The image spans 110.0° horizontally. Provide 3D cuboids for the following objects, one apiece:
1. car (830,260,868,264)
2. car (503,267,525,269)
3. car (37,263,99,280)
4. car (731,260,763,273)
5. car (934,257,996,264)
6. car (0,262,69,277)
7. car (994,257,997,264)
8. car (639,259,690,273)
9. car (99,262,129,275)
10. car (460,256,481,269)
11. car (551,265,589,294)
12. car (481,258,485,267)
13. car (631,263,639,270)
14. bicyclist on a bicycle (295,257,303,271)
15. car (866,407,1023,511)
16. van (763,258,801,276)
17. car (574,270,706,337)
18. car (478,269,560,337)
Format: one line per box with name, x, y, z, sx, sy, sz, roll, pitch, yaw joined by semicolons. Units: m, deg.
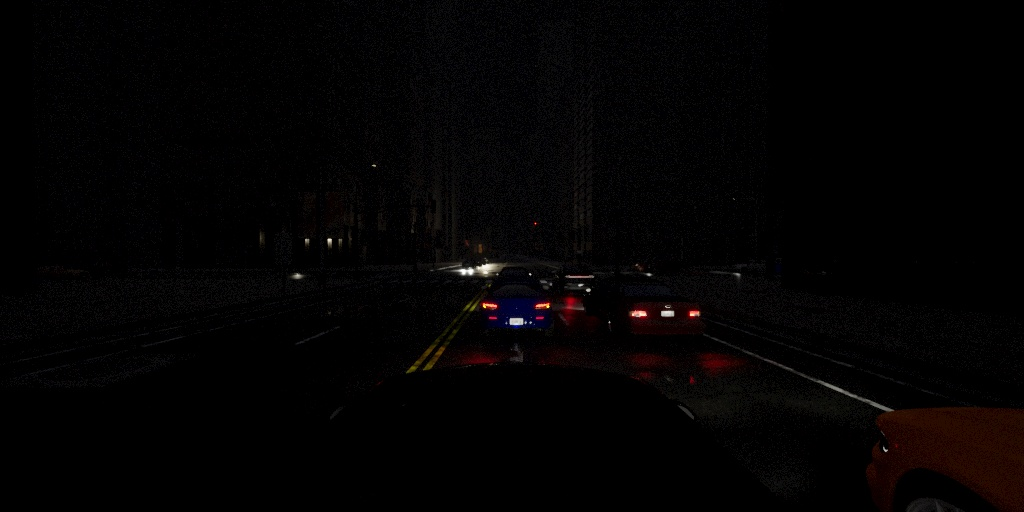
car;32.974;1.321;35.247;4.207;1.307;1.802;0;0;0
car;0.100;1.286;19.744;2.033;1.411;5.357;0;0;0
car;-40.821;1.450;32.238;4.829;1.417;1.751;0;0;0
car;27.668;1.184;41.115;4.674;1.442;1.812;0;1;0
car;43.853;1.169;35.182;4.097;1.591;1.967;0;0;0
car;-50.892;1.423;37.988;5.357;1.411;2.033;0;1;0
car;49.294;1.046;35.149;5.009;1.841;2.192;0;0;0
car;17.729;1.147;41.190;5.008;1.535;1.882;0;1;0
car;-46.411;1.362;40.761;4.507;1.381;1.888;0;0;0
car;-6.535;1.204;55.270;2.128;1.511;4.902;0;0;2
car;3.351;1.230;20.016;2.128;1.511;4.902;0;0;0
car;-6.525;1.060;64.215;2.097;1.767;4.553;0;0;0
car;16.700;1.071;43.871;4.097;1.591;1.967;0;0;0
bicyclist on a bicycle;-25.870;1.001;43.618;0.582;1.620;1.656;0;1;0
car;3.348;1.228;0.343;1.882;1.535;5.008;0;0;0
van;27.532;1.086;35.280;3.998;1.789;1.690;0;0;0
car;3.353;1.293;10.268;2.033;1.411;5.357;0;0;0
car;0.095;1.272;10.170;1.812;1.442;4.674;0;0;0
